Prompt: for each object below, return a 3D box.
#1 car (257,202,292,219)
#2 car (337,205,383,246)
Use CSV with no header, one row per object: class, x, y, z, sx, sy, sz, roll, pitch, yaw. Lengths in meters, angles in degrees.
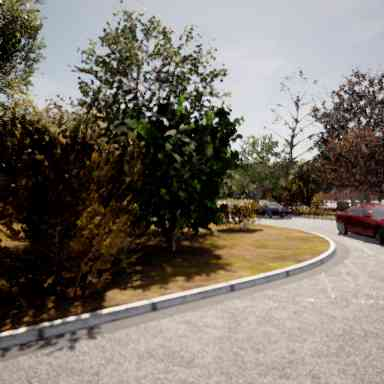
car,6.008,1.503,28.278,1.895,1.301,4.718,0,0,-37
car,8.288,1.363,14.778,1.882,1.535,5.008,1,0,-1
